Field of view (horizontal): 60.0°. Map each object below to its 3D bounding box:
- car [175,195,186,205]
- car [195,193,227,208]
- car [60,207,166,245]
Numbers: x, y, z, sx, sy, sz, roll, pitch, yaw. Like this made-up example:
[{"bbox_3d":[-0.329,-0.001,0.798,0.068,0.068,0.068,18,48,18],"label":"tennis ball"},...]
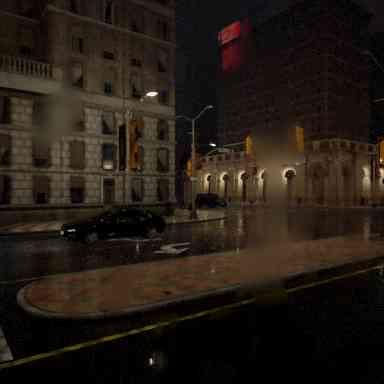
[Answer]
[{"bbox_3d":[-2.964,1.352,56.126,2.097,1.767,4.553,0,0,-35],"label":"car"},{"bbox_3d":[2.670,1.221,48.161,2.150,2.045,5.566,0,0,-35],"label":"car"},{"bbox_3d":[-3.546,1.504,15.565,4.892,1.490,1.837,0,0,-35],"label":"car"}]
